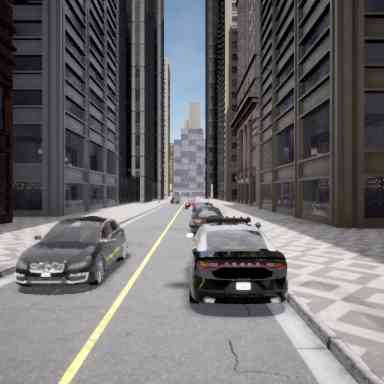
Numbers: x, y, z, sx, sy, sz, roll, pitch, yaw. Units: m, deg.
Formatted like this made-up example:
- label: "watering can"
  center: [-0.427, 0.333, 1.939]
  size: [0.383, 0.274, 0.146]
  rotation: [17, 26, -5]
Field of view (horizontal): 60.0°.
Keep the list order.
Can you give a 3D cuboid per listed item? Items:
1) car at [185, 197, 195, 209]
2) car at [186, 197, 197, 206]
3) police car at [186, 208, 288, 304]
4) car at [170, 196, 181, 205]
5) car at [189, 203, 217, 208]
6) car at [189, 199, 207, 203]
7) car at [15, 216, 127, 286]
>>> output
- label: "car"
  center: [-0.030, 1.646, 45.985]
  size: [1.895, 1.301, 4.718]
  rotation: [0, 0, 0]
- label: "car"
  center: [-0.083, 1.641, 59.010]
  size: [1.994, 1.385, 4.181]
  rotation: [0, 0, 0]
- label: "police car"
  center: [0.887, 1.427, 8.342]
  size: [1.930, 1.638, 5.238]
  rotation: [0, 0, 0]
- label: "car"
  center: [-3.088, 1.590, 62.034]
  size: [1.837, 1.490, 4.892]
  rotation: [0, 0, 0]
- label: "car"
  center: [0.873, 1.534, 18.232]
  size: [1.812, 1.442, 4.674]
  rotation: [0, 0, 0]
- label: "car"
  center: [0.864, 1.519, 24.232]
  size: [1.837, 1.490, 4.892]
  rotation: [0, 0, 0]
- label: "car"
  center: [-3.113, 1.506, 9.503]
  size: [1.837, 1.490, 4.892]
  rotation: [0, 0, 0]
